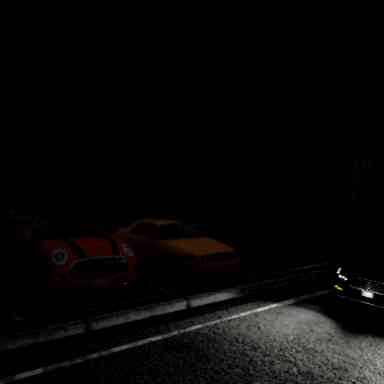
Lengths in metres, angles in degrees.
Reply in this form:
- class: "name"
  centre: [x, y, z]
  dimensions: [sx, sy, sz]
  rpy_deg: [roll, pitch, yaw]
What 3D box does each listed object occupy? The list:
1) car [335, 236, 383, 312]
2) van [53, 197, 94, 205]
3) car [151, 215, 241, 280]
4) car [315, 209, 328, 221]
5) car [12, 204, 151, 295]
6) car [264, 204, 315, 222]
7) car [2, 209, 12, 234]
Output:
- class: "car"
  centre: [5.111, 1.620, 7.333]
  dimensions: [4.892, 1.490, 1.837]
  rpy_deg: [1, -1, -35]
- class: "van"
  centre: [-7.450, 1.329, 20.928]
  dimensions: [1.878, 1.987, 4.442]
  rpy_deg: [1, -1, -36]
- class: "car"
  centre: [-0.757, 1.541, 10.545]
  dimensions: [1.946, 1.575, 5.366]
  rpy_deg: [1, -1, -36]
- class: "car"
  centre: [11.896, 2.055, 35.059]
  dimensions: [2.185, 1.767, 4.553]
  rpy_deg: [2, -1, -36]
- class: "car"
  centre: [-3.248, 1.374, 9.014]
  dimensions: [2.185, 1.767, 4.553]
  rpy_deg: [1, -1, -36]
- class: "car"
  centre: [9.349, 2.121, 33.164]
  dimensions: [2.002, 1.452, 4.674]
  rpy_deg: [2, -1, -36]
- class: "car"
  centre: [-9.895, 1.510, 19.536]
  dimensions: [1.946, 1.575, 5.366]
  rpy_deg: [1, -1, -36]
